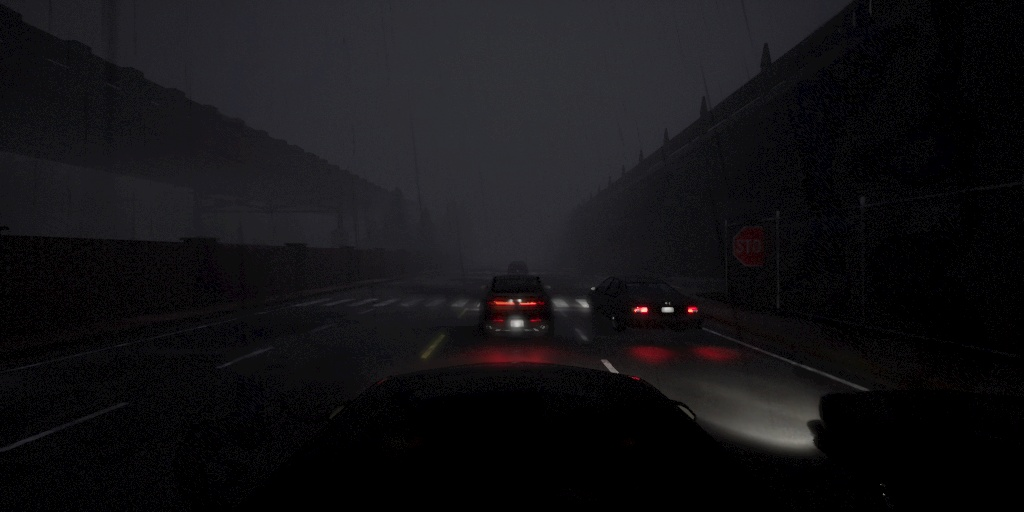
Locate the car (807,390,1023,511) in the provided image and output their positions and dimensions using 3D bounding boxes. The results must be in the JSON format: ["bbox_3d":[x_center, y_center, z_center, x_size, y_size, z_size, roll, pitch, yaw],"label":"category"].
[{"bbox_3d":[3.595,1.298,0.767,2.033,1.411,5.357,0,0,1],"label":"car"}]

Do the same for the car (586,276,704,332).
[{"bbox_3d":[3.623,1.297,10.840,2.033,1.411,5.357,0,0,0],"label":"car"}]

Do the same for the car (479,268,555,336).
[{"bbox_3d":[0.122,1.254,10.374,1.837,1.490,4.892,0,0,0],"label":"car"}]

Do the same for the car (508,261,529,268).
[{"bbox_3d":[0.624,1.225,35.918,1.882,1.535,5.008,0,0,2],"label":"car"}]
